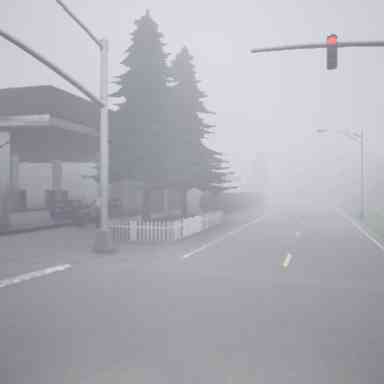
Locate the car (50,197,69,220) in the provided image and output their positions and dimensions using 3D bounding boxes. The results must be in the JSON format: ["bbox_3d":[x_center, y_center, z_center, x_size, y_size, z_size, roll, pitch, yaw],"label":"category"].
[{"bbox_3d":[-9.992,1.514,28.711,2.242,1.667,4.611,0,0,20],"label":"car"}]

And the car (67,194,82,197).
[{"bbox_3d":[-28.486,1.237,75.934,5.027,1.636,2.152,0,0,20],"label":"car"}]

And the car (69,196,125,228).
[{"bbox_3d":[-6.141,1.362,22.707,1.905,1.878,3.866,0,0,20],"label":"car"}]
